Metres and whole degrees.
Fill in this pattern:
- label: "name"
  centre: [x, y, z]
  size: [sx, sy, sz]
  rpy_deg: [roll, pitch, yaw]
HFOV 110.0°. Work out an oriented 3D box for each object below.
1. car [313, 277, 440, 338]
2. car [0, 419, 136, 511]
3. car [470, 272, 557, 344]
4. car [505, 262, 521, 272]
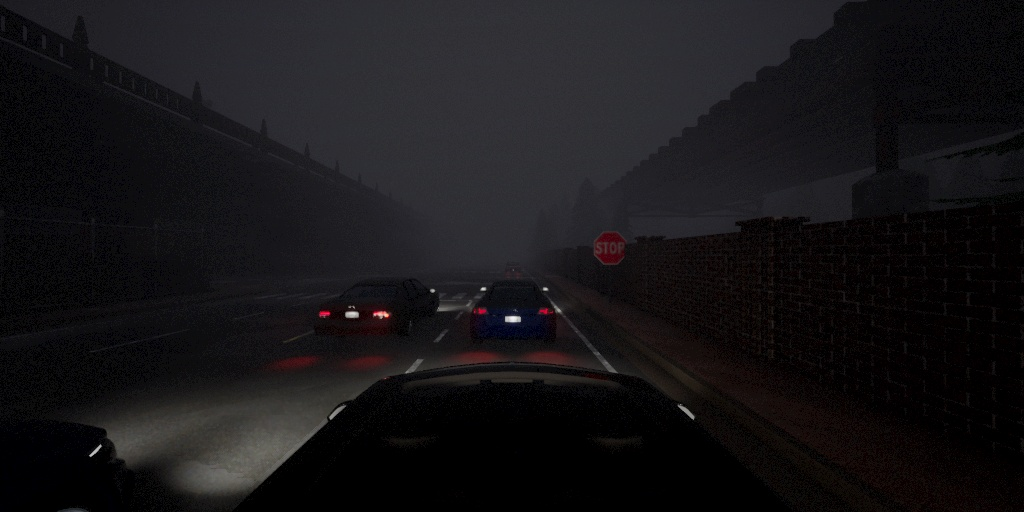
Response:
- label: "car"
  centre: [-3.420, 1.298, 10.165]
  size: [2.033, 1.411, 5.357]
  rpy_deg: [0, 0, 0]
- label: "car"
  centre: [-3.396, 1.276, 0.359]
  size: [1.812, 1.442, 4.674]
  rpy_deg: [0, 0, 0]
- label: "car"
  centre: [0.063, 1.314, 9.634]
  size: [1.994, 1.385, 4.181]
  rpy_deg: [0, 0, 1]
- label: "car"
  centre: [0.106, 1.351, 44.260]
  size: [1.895, 1.301, 4.718]
  rpy_deg: [0, 0, -1]
